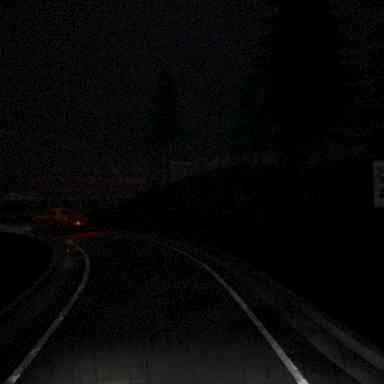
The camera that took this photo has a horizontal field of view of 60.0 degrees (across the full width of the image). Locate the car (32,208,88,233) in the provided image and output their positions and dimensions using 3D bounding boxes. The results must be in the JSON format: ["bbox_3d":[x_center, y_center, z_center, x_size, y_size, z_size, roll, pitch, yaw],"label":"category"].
[{"bbox_3d":[-8.945,1.828,22.270,5.008,1.535,1.882,-2,-1,41],"label":"car"}]

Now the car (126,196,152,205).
[{"bbox_3d":[-12.552,1.963,76.417,2.150,2.045,5.566,-2,0,36],"label":"car"}]
